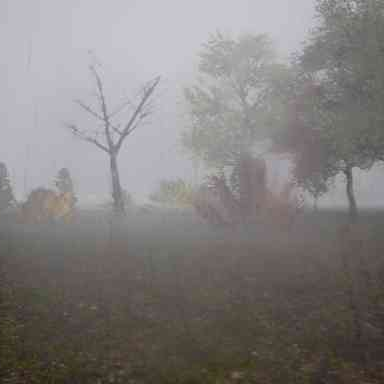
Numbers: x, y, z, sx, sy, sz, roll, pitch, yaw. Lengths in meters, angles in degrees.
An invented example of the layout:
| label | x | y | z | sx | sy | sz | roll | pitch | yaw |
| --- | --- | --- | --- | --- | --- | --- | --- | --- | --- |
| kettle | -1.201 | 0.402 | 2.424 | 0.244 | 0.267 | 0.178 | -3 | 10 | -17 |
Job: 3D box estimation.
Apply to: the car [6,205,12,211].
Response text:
| label | x | y | z | sx | sy | sz | roll | pitch | yaw |
| --- | --- | --- | --- | --- | --- | --- | --- | --- | --- |
| car | -27.800 | 2.327 | 50.057 | 1.994 | 1.385 | 4.181 | -2 | -2 | 31 |

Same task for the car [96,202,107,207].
| label | x | y | z | sx | sy | sz | roll | pitch | yaw |
| --- | --- | --- | --- | --- | --- | --- | --- | --- | --- |
| car | -18.505 | 2.714 | 72.171 | 1.895 | 1.301 | 4.718 | -2 | -2 | 31 |
